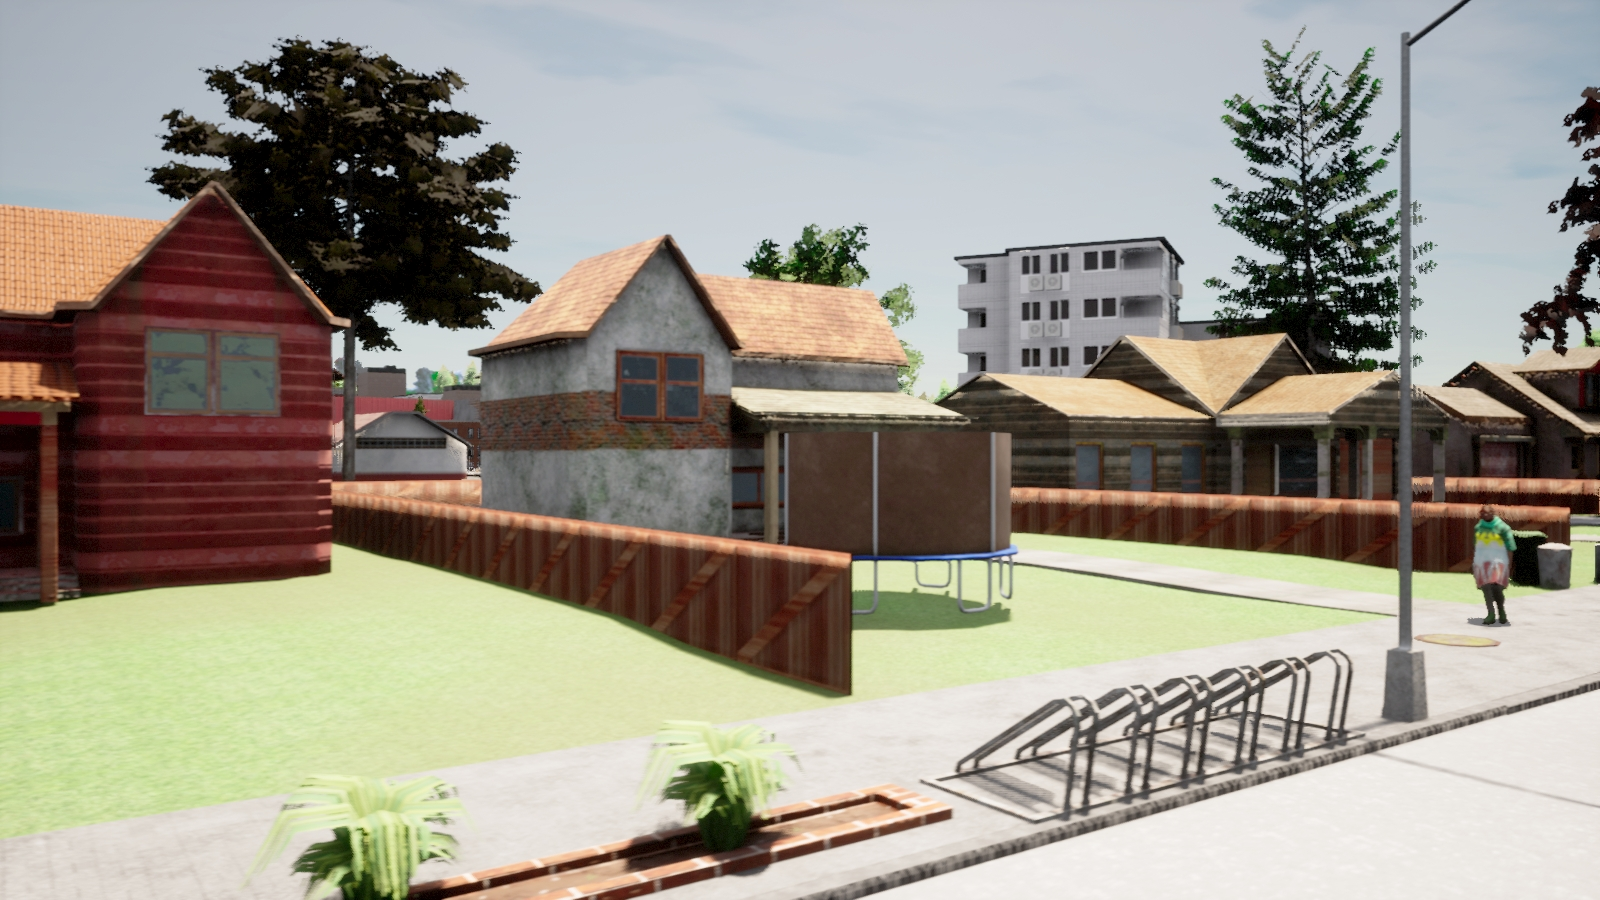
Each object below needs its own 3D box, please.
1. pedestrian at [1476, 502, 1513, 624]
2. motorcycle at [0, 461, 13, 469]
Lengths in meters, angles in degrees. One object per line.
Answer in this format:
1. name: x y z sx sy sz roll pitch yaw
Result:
1. pedestrian: 10.823 1.747 17.800 0.375 1.860 0.375 0 0 -35
2. motorcycle: -116.329 2.187 167.053 2.033 1.199 0.803 -1 0 -35
